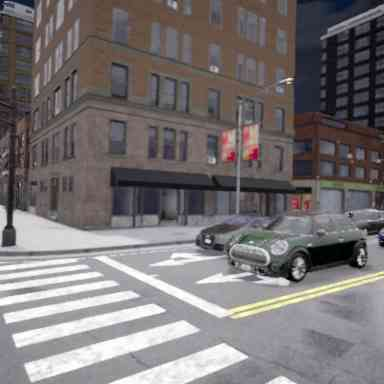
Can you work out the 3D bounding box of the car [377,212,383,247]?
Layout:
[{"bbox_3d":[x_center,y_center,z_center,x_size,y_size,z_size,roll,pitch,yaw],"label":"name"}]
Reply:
[{"bbox_3d":[10.229,1.735,14.923,4.674,1.442,1.812,1,-1,-35],"label":"car"}]

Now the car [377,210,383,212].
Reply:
[{"bbox_3d":[9.407,1.726,18.309,4.892,1.490,1.837,1,-1,-35],"label":"car"}]

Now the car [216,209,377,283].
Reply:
[{"bbox_3d":[3.239,1.408,9.963,4.553,1.767,2.097,1,-1,-35],"label":"car"}]

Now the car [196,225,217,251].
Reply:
[{"bbox_3d":[2.205,1.627,13.217,4.181,1.385,1.994,1,-1,-35],"label":"car"}]
